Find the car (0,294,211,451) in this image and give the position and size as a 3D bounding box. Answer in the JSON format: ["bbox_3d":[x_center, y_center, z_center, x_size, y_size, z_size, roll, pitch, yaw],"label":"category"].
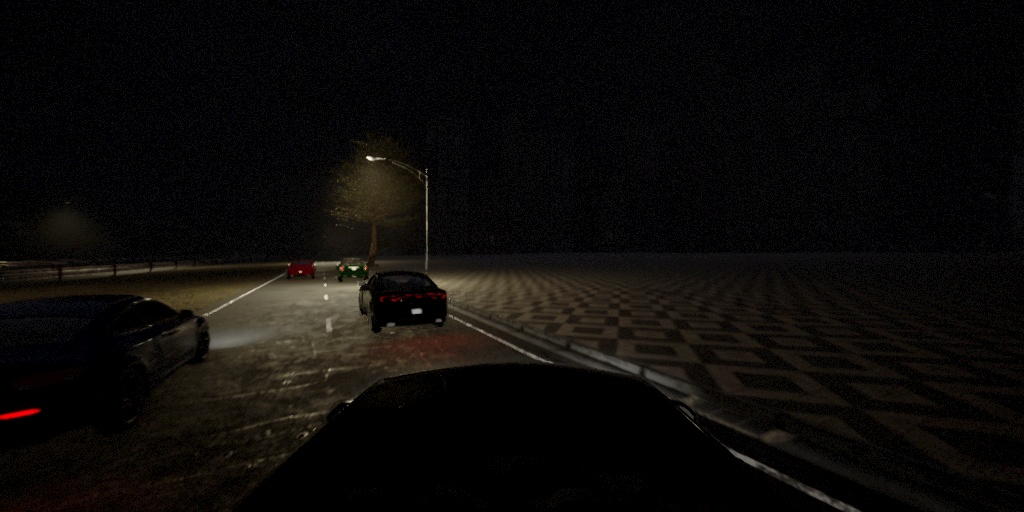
[{"bbox_3d":[-5.717,1.243,4.817,1.812,1.442,4.674,0,0,-28],"label":"car"}]

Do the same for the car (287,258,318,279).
[{"bbox_3d":[-17.520,1.062,29.955,1.882,1.535,5.008,0,0,-28],"label":"car"}]

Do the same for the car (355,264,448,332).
[{"bbox_3d":[-3.460,1.174,10.876,1.882,1.535,5.008,0,0,-28],"label":"car"}]

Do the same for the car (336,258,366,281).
[{"bbox_3d":[-12.510,0.959,28.016,2.097,1.767,4.553,0,0,-28],"label":"car"}]
